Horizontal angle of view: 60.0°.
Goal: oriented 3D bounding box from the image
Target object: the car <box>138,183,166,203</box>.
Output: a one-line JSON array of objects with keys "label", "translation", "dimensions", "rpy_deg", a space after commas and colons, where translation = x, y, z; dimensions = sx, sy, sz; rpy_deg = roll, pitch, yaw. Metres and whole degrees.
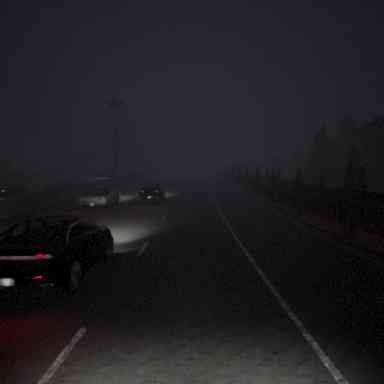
[{"label": "car", "translation": [-3.273, -0.010, 27.785], "dimensions": [2.128, 1.511, 4.902], "rpy_deg": [0, 5, 0]}]

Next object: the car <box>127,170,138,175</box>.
[{"label": "car", "translation": [-13.603, -4.403, 76.846], "dimensions": [2.033, 1.411, 5.357], "rpy_deg": [0, 4, 0]}]

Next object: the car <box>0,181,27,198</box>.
[{"label": "car", "translation": [-17.442, -0.304, 31.563], "dimensions": [1.812, 1.442, 4.674], "rpy_deg": [0, 5, 0]}]

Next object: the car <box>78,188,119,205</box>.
[{"label": "car", "translation": [-6.794, 0.364, 24.840], "dimensions": [1.895, 1.301, 4.718], "rpy_deg": [0, 5, 0]}]

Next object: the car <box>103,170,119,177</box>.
[{"label": "car", "translation": [-17.126, -3.981, 72.400], "dimensions": [2.128, 1.511, 4.902], "rpy_deg": [0, 5, 0]}]

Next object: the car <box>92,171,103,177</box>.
[{"label": "car", "translation": [-20.619, -4.041, 73.833], "dimensions": [2.033, 1.411, 5.357], "rpy_deg": [0, 5, 0]}]

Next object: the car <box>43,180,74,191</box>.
[{"label": "car", "translation": [-13.921, -0.568, 34.942], "dimensions": [1.994, 1.385, 4.181], "rpy_deg": [0, 5, 0]}]

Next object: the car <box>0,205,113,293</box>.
[{"label": "car", "translation": [-3.377, 1.347, 8.484], "dimensions": [2.128, 1.511, 4.902], "rpy_deg": [0, 2, 0]}]
